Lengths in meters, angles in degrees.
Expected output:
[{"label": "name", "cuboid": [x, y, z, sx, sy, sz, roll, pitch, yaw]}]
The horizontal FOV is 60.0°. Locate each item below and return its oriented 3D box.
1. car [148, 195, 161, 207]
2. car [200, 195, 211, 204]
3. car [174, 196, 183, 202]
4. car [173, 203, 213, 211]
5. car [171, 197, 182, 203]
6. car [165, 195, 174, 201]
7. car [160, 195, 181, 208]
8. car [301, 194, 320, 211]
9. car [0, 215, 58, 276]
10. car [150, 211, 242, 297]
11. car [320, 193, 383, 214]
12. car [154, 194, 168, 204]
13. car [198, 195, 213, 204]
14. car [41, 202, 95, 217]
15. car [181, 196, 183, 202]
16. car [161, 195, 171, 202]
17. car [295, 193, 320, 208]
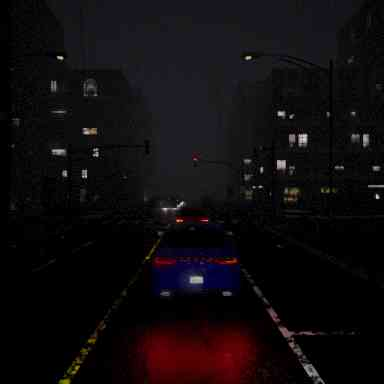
[{"label": "car", "cuboid": [-5.772, 1.580, 51.858, 1.947, 1.339, 4.313, 0, 0, 0]}, {"label": "car", "cuboid": [2.590, 1.461, 63.238, 1.967, 1.590, 4.097, 0, 0, 0]}, {"label": "car", "cuboid": [-3.126, 1.621, 78.559, 1.895, 1.301, 4.718, 0, 0, 0]}, {"label": "car", "cuboid": [0.070, 1.526, 17.973, 1.812, 1.442, 4.674, 0, 0, 1]}, {"label": "car", "cuboid": [-3.119, 1.626, 68.221, 1.895, 1.301, 4.718, 0, 0, 0]}, {"label": "car", "cuboid": [-5.827, 1.480, 85.953, 1.967, 1.590, 4.097, 0, 0, 0]}, {"label": "car", "cuboid": [-3.158, 1.560, 49.230, 2.033, 1.411, 5.357, 0, 0, -1]}, {"label": "car", "cuboid": [14.727, 1.205, 35.637, 4.892, 1.490, 1.837, -1, 0, -1]}, {"label": "car", "cuboid": [-5.756, 1.582, 9.834, 1.802, 1.307, 4.206, 0, 0, 0]}, {"label": "car", "cuboid": [0.090, 1.477, 8.632, 1.882, 1.535, 5.008, 0, 0, 0]}, {"label": "car", "cuboid": [14.647, 1.029, 29.828, 5.009, 1.841, 2.192, -1, 1, -1]}, {"label": "car", "cuboid": [-5.791, 1.336, 63.223, 2.192, 1.841, 5.009, 0, 0, 0]}, {"label": "car", "cuboid": [2.598, 1.458, 57.556, 1.967, 1.590, 4.097, 0, 0, 0]}, {"label": "car", "cuboid": [-12.010, 1.691, 32.358, 4.902, 1.511, 2.128, -1, 0, -4]}, {"label": "car", "cuboid": [-3.171, 1.370, 58.712, 2.097, 1.767, 4.553, 0, 0, 0]}, {"label": "car", "cuboid": [-5.809, 1.470, 74.588, 1.967, 1.590, 4.097, 0, 0, 0]}, {"label": "car", "cuboid": [14.499, 1.015, 38.206, 5.009, 1.841, 2.192, -1, 1, -1]}]
